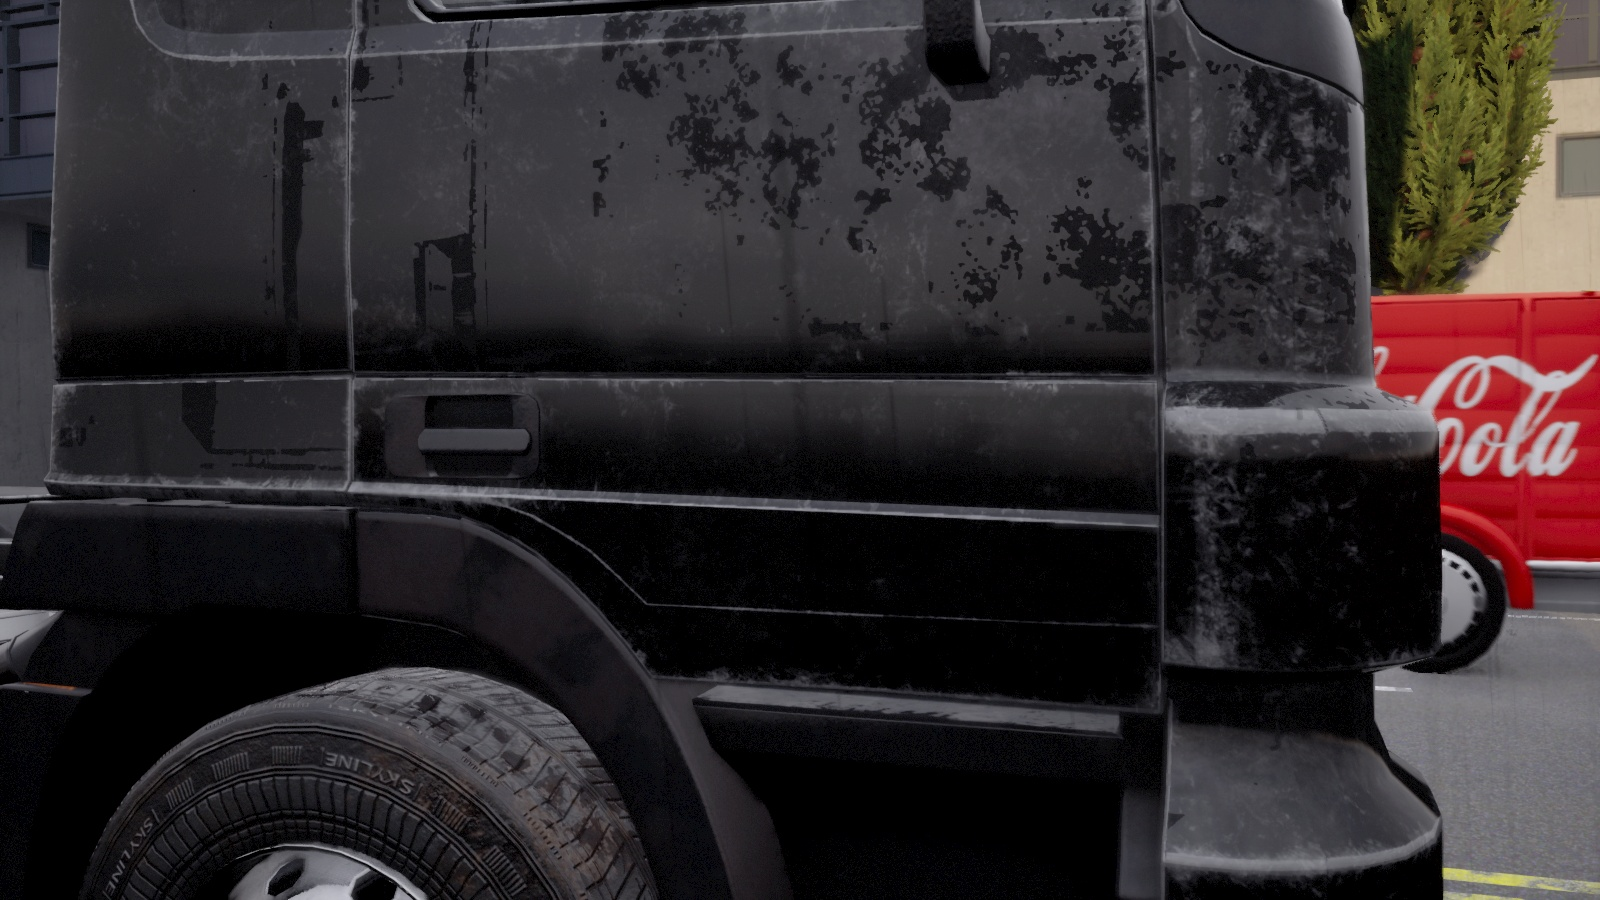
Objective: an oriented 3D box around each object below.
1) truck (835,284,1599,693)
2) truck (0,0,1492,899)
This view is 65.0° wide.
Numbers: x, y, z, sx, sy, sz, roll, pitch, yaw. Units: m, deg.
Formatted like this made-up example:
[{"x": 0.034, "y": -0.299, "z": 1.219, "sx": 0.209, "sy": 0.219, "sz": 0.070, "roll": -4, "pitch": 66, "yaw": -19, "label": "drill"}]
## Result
[{"x": 3.142, "y": 0.199, "z": 9.524, "sx": 5.204, "sy": 2.467, "sz": 2.627, "roll": 1, "pitch": 1, "yaw": 19, "label": "truck"}, {"x": -2.510, "y": -0.230, "z": 4.057, "sx": 7.936, "sy": 3.462, "sz": 2.891, "roll": 1, "pitch": 1, "yaw": 19, "label": "truck"}]
